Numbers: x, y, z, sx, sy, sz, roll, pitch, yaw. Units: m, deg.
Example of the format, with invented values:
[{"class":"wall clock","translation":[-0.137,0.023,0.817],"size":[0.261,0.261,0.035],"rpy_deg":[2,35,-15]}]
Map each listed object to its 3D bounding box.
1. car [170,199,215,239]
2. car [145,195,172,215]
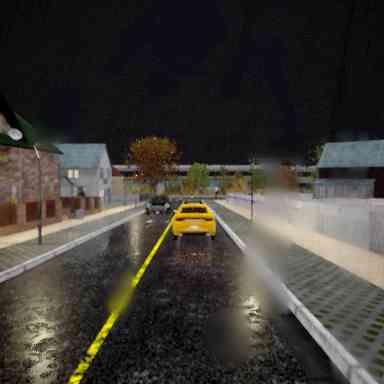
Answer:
[{"class":"car","translation":[0.097,1.329,16.551],"size":[1.882,1.535,5.008],"rpy_deg":[0,1,0]},{"class":"car","translation":[-2.830,1.091,29.514],"size":[2.097,1.767,4.553],"rpy_deg":[0,1,0]}]
